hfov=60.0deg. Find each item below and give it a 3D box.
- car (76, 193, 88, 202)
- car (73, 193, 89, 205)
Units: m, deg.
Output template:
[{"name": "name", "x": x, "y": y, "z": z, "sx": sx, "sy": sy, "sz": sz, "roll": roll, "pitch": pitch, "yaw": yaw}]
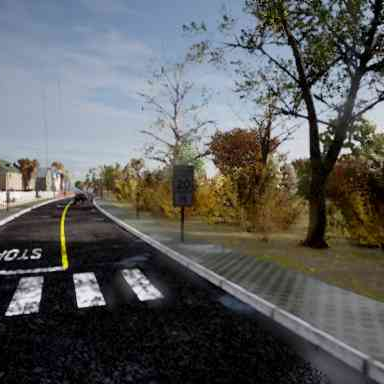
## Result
[{"name": "car", "x": -18.503, "y": 0.863, "z": 56.146, "sx": 1.812, "sy": 1.442, "sz": 4.674, "roll": 1, "pitch": 0, "yaw": -17}, {"name": "car", "x": -15.198, "y": 0.940, "z": 45.543, "sx": 1.837, "sy": 1.490, "sz": 4.892, "roll": 1, "pitch": 0, "yaw": -18}]
